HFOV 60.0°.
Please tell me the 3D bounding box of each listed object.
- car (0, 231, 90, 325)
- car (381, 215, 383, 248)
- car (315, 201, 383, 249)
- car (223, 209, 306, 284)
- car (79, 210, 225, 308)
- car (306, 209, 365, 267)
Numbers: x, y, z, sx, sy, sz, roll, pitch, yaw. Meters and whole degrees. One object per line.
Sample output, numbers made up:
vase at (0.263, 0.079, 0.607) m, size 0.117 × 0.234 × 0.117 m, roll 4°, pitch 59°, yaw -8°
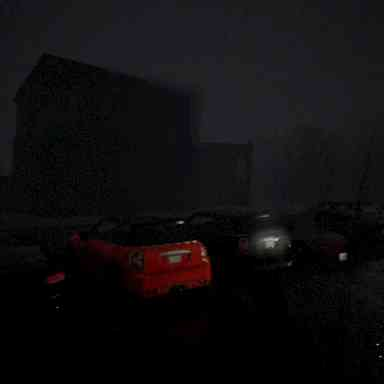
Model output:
car at (-3.855, 1.518, 6.692) m, size 2.002 × 1.452 × 4.674 m, roll 0°, pitch 0°, yaw -36°
car at (7.628, 1.387, 9.428) m, size 5.008 × 1.535 × 1.882 m, roll -1°, pitch 1°, yaw -35°
car at (7.462, 1.216, 14.811) m, size 2.185 × 1.767 × 4.553 m, roll -1°, pitch 1°, yaw -36°
car at (0.692, 1.324, 9.903) m, size 2.185 × 1.767 × 4.553 m, roll 0°, pitch 0°, yaw -36°
car at (-1.570, 1.342, 8.288) m, size 2.185 × 1.767 × 4.553 m, roll 0°, pitch 0°, yaw -36°
car at (2.961, 1.451, 11.525) m, size 2.163 × 1.488 × 4.792 m, roll -1°, pitch 0°, yaw -36°
